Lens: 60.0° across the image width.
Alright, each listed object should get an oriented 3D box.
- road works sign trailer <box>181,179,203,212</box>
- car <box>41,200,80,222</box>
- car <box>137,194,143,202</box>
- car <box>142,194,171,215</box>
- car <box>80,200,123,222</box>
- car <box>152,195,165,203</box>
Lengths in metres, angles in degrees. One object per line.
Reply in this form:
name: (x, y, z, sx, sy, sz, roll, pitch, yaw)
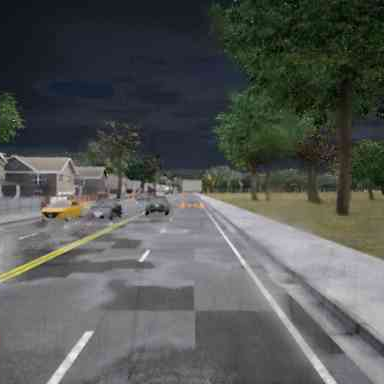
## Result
road works sign trailer: (-0.006, 0.334, 37.054, 2.380, 3.560, 2.880, 0, 0, 0)
car: (-9.848, 1.385, 25.673, 1.882, 1.535, 5.008, 0, 0, 0)
car: (-9.765, 1.119, 66.566, 2.097, 1.767, 4.553, 0, 0, 0)
car: (-3.155, 1.238, 32.010, 2.097, 1.767, 4.553, 0, 0, 0)
car: (-6.597, 1.400, 25.711, 2.128, 1.511, 4.902, 0, 0, 0)
car: (-6.518, 1.326, 65.925, 2.033, 1.411, 5.357, 0, 0, 0)
